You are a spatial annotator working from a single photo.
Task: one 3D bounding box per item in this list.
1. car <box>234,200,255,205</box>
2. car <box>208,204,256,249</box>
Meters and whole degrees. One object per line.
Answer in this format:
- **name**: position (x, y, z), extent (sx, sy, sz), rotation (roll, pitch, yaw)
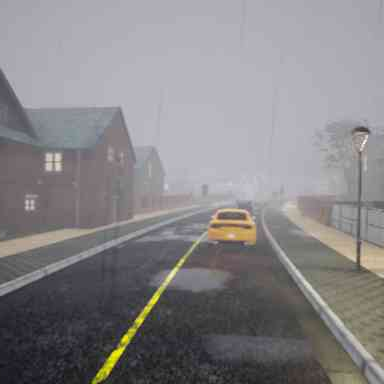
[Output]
- **car**: position (5.085, 1.488, 32.442), extent (2.128, 1.511, 4.902), rotation (1, 0, 13)
- **car**: position (1.812, 1.494, 14.851), extent (1.882, 1.535, 5.008), rotation (1, 0, 8)
